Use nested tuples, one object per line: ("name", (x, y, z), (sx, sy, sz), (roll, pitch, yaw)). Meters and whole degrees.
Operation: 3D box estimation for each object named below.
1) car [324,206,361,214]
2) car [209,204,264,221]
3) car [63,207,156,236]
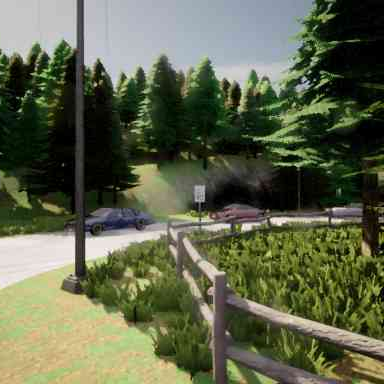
("car", (13.652, 1.628, 28.198), (4.718, 1.301, 1.895), (0, 0, -6))
("car", (3.410, 1.591, 25.208), (4.181, 1.385, 1.994), (0, 0, -26))
("car", (-4.523, 1.574, 19.156), (2.033, 1.411, 5.357), (0, 0, 41))
